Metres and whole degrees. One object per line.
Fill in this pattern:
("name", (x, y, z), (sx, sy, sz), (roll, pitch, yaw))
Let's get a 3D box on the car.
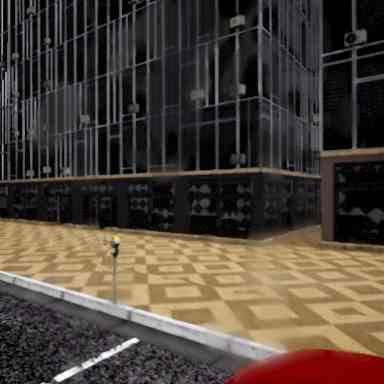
("car", (2.095, 1.543, 1.380), (4.507, 1.381, 1.887), (0, 0, 36))
